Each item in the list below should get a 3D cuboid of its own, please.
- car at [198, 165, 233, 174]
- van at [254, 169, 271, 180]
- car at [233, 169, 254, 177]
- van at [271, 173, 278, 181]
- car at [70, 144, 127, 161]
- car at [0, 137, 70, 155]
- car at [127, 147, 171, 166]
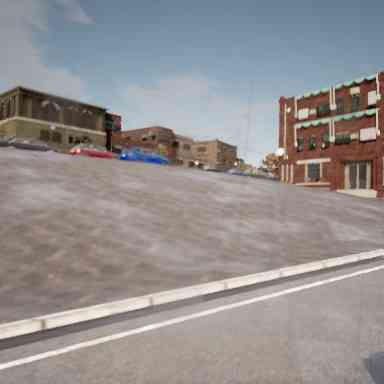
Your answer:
[{"bbox_3d":[2.641,-2.581,41.980,2.002,1.452,4.674,0,-2,41],"label":"car"},{"bbox_3d":[9.794,-2.346,50.617,1.878,1.987,4.442,1,-2,39],"label":"van"},{"bbox_3d":[6.204,-2.345,46.218,2.002,1.452,4.674,1,-2,40],"label":"car"},{"bbox_3d":[13.180,-2.067,54.992,1.878,1.987,4.442,1,-3,38],"label":"van"},{"bbox_3d":[-8.569,-3.327,29.685,2.185,1.767,4.553,0,-1,45],"label":"car"},{"bbox_3d":[-12.536,-3.352,25.680,4.892,1.521,2.231,2,-1,-44],"label":"car"},{"bbox_3d":[-4.693,-3.279,33.743,2.435,2.045,5.566,0,-1,44],"label":"car"}]
